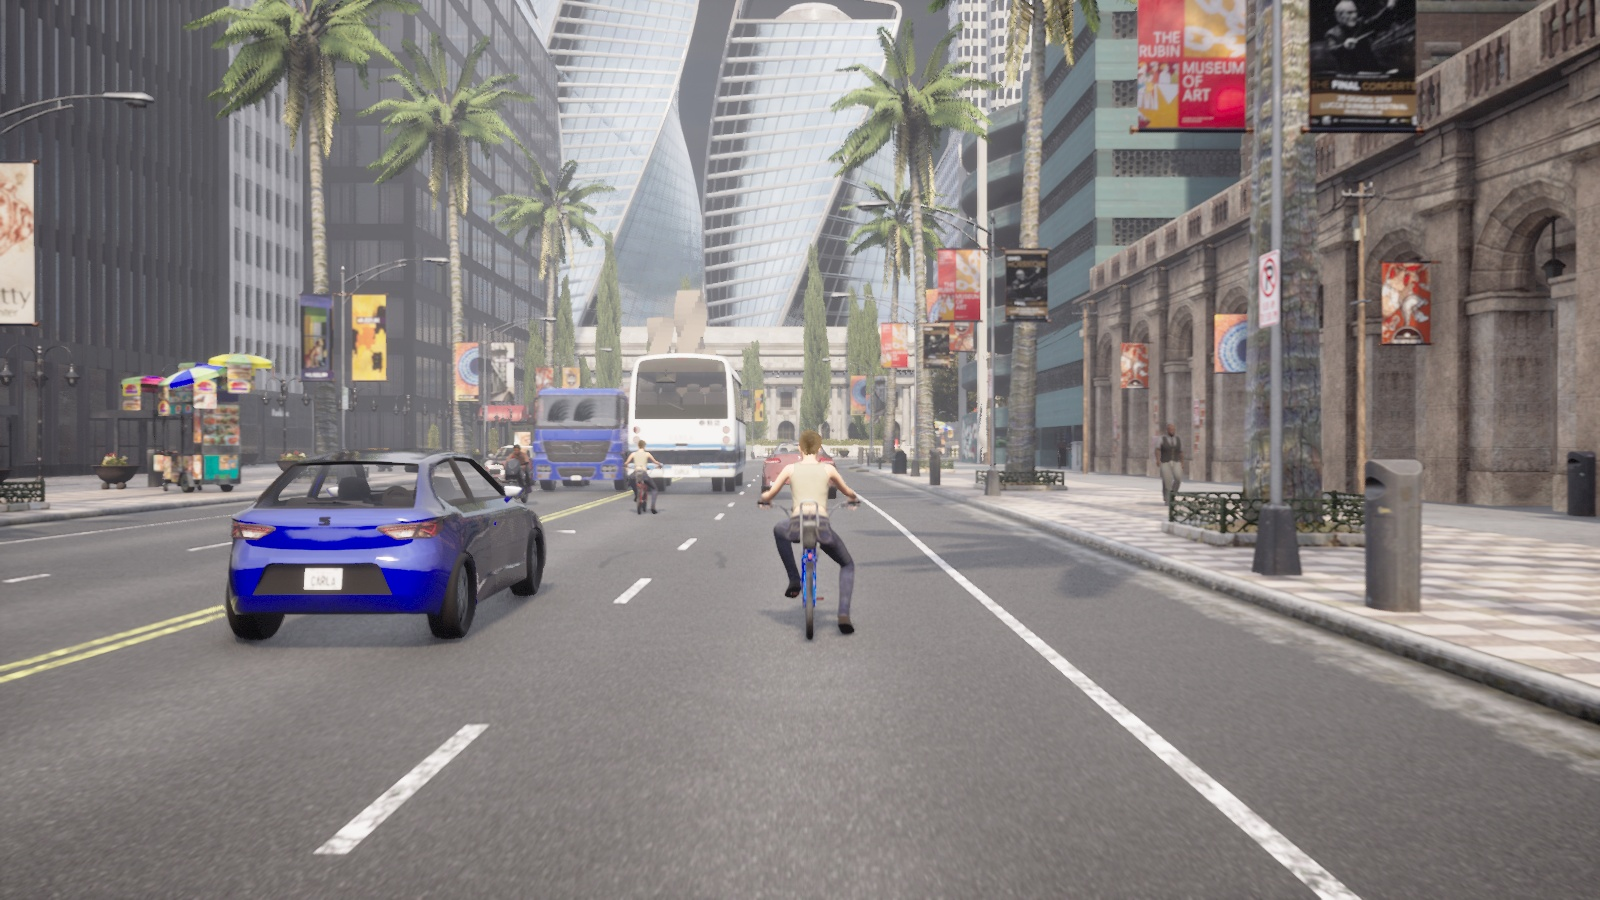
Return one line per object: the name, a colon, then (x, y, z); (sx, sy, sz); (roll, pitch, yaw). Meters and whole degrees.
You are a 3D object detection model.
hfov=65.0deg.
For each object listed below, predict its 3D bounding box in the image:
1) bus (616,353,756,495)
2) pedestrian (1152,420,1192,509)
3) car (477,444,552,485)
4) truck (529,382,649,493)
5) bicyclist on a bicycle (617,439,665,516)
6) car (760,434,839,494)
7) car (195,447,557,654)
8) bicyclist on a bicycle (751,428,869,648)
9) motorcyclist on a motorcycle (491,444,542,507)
bus: (-3.587, -0.797, 42.716); (3.944, 4.253, 10.273); (0, 0, -1)
pedestrian: (7.997, 0.307, 27.001); (0.563, 1.883, 0.849); (0, 0, -4)
car: (-10.637, 0.524, 46.965); (1.970, 1.475, 3.806); (0, 0, -1)
truck: (-7.101, -0.408, 43.463); (2.891, 3.462, 7.936); (0, 0, -1)
bicyclist on a bicycle: (-3.442, 0.576, 27.252); (0.866, 1.612, 1.509); (0, 0, -1)
car: (-0.037, 0.384, 36.969); (2.152, 1.651, 5.027); (0, 0, -1)
car: (-3.446, 0.715, 11.096); (1.816, 1.474, 4.193); (0, 0, -1)
bicyclist on a bicycle: (0.074, 0.645, 9.999); (0.866, 1.612, 1.509); (0, 0, 0)
motorcyclist on a motorcycle: (-6.974, 0.605, 30.983); (0.797, 1.523, 2.044); (0, 0, -1)
